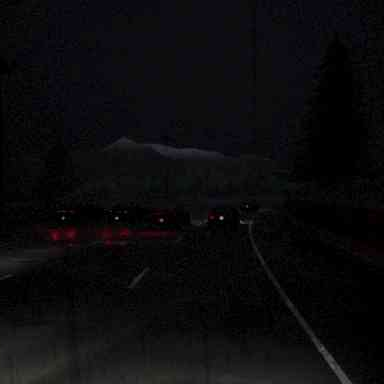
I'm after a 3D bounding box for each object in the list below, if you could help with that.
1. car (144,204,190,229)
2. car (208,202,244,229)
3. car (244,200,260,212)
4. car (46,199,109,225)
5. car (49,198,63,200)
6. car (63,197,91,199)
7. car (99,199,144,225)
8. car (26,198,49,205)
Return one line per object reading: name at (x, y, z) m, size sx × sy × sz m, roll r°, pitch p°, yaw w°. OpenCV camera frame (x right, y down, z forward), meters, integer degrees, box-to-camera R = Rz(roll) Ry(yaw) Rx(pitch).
car at (-1.344, 1.505, 21.810) m, size 1.882 × 1.535 × 5.008 m, roll 0°, pitch 0°, yaw 10°
car at (2.187, 1.583, 21.968) m, size 2.033 × 1.411 × 5.357 m, roll 0°, pitch 0°, yaw 10°
car at (7.154, 1.637, 40.973) m, size 1.994 × 1.385 × 4.181 m, roll 0°, pitch 0°, yaw 18°
car at (-8.013, 1.507, 24.210) m, size 2.128 × 1.511 × 4.902 m, roll 0°, pitch 0°, yaw 10°
car at (-19.092, 1.506, 51.300) m, size 1.882 × 1.535 × 5.008 m, roll 0°, pitch 0°, yaw 19°
car at (-16.122, 1.525, 49.158) m, size 2.128 × 1.511 × 4.902 m, roll 0°, pitch 0°, yaw 19°
car at (-4.481, 1.515, 24.112) m, size 2.128 × 1.511 × 4.902 m, roll 0°, pitch 0°, yaw 10°
car at (-22.806, 1.567, 51.271) m, size 2.033 × 1.411 × 5.357 m, roll 0°, pitch 0°, yaw 19°
